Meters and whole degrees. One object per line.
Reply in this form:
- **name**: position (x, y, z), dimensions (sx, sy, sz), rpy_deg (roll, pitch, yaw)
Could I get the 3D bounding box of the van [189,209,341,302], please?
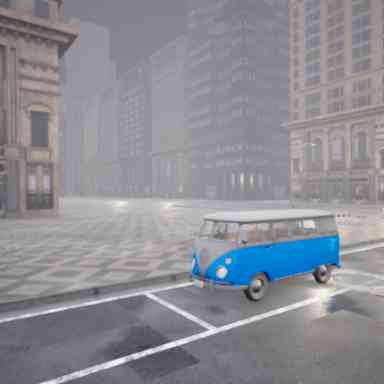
- **van**: position (1.850, 1.331, 7.958), dimensions (3.998, 1.788, 1.690), rpy_deg (0, 0, -35)
